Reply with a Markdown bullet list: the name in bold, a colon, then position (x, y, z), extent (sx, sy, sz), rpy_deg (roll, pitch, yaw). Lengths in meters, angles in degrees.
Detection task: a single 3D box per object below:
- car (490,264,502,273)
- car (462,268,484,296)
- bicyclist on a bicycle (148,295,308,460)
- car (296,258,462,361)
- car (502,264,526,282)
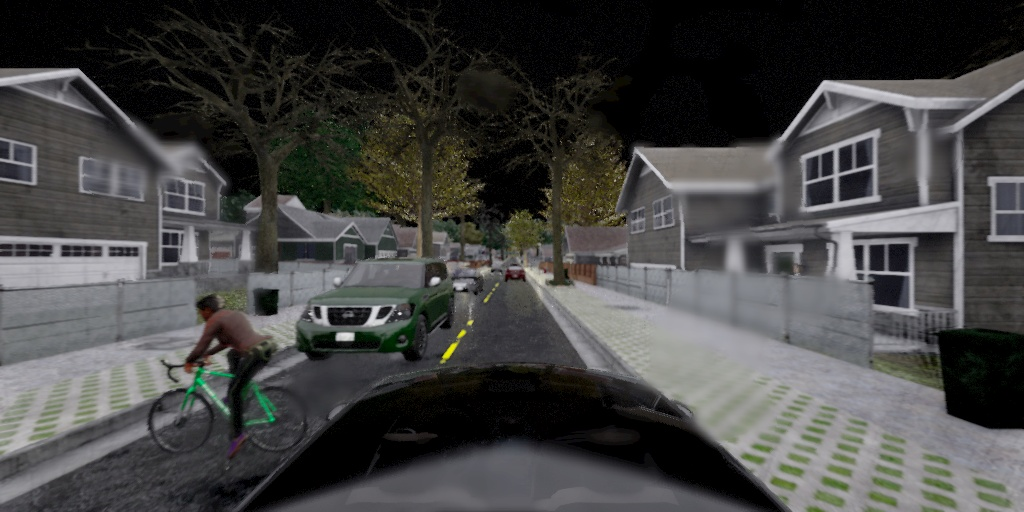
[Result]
- **car**: position (-2.456, 1.984, 58.377), extent (1.837, 1.490, 4.892), rpy_deg (0, -1, 1)
- **car**: position (-2.712, 1.464, 21.167), extent (2.128, 1.511, 4.902), rpy_deg (0, -1, 1)
- **bicyclist on a bicycle**: position (-2.914, 1.224, 3.674), extent (1.656, 1.620, 0.582), rpy_deg (-2, -1, 0)
- **car**: position (-2.810, 1.051, 8.848), extent (2.150, 2.045, 5.566), rpy_deg (0, -1, 0)
- **car**: position (0.305, 1.615, 34.111), extent (1.882, 1.535, 5.008), rpy_deg (0, -1, 0)
